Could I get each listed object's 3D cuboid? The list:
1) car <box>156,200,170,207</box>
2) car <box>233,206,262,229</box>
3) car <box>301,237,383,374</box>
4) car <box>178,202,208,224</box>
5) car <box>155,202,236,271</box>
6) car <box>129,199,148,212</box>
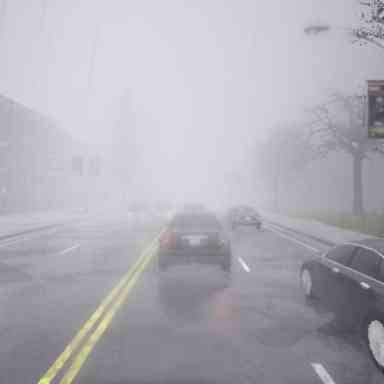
[{"bbox_3d":[-3.350,1.736,41.054,2.033,1.411,5.357,0,0,0],"label":"car"},{"bbox_3d":[3.315,1.624,22.035,2.033,1.411,5.357,0,0,0],"label":"car"},{"bbox_3d":[3.289,1.518,5.536,1.837,1.490,4.892,0,0,2],"label":"car"},{"bbox_3d":[0.082,1.593,26.755,2.128,1.511,4.902,0,0,0],"label":"car"},{"bbox_3d":[0.083,1.383,11.223,2.097,1.767,4.553,0,0,0],"label":"car"},{"bbox_3d":[-6.595,1.698,41.519,1.837,1.490,4.892,0,-1,0],"label":"car"}]
